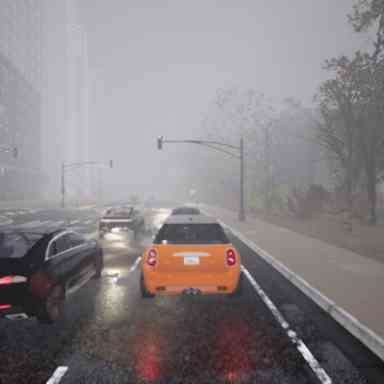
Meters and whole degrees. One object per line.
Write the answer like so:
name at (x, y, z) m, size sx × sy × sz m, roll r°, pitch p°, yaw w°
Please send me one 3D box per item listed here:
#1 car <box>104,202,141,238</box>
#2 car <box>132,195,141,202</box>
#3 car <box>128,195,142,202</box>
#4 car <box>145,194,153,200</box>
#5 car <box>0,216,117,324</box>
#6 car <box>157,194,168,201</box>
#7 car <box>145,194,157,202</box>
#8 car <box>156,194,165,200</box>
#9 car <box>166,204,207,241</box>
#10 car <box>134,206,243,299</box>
car at (-3.542, 1.514, 17.433) m, size 2.128 × 1.511 × 4.902 m, roll 0°, pitch 0°, yaw -2°
car at (-12.523, 1.552, 75.469) m, size 1.837 × 1.490 × 4.892 m, roll 0°, pitch 0°, yaw -9°
car at (-10.431, 1.404, 60.171) m, size 2.097 × 1.767 × 4.553 m, roll 0°, pitch 0°, yaw -7°
car at (-11.899, 1.359, 90.972) m, size 1.882 × 1.535 × 5.008 m, roll 0°, pitch 0°, yaw -10°
car at (-3.255, 1.502, 7.112) m, size 2.128 × 1.511 × 4.902 m, roll 0°, pitch 0°, yaw -1°
car at (-6.938, 1.639, 81.612) m, size 1.895 × 1.301 × 4.718 m, roll 0°, pitch 0°, yaw -10°
car at (-10.073, 1.524, 80.671) m, size 1.882 × 1.535 × 5.008 m, roll 0°, pitch 0°, yaw -9°
car at (-8.702, 1.403, 91.555) m, size 1.812 × 1.442 × 4.674 m, roll 0°, pitch 0°, yaw -10°
car at (-0.314, 1.500, 17.882) m, size 1.882 × 1.535 × 5.008 m, roll 0°, pitch 0°, yaw -1°
car at (-0.035, 1.365, 8.660) m, size 2.097 × 1.767 × 4.553 m, roll 0°, pitch 0°, yaw -1°
